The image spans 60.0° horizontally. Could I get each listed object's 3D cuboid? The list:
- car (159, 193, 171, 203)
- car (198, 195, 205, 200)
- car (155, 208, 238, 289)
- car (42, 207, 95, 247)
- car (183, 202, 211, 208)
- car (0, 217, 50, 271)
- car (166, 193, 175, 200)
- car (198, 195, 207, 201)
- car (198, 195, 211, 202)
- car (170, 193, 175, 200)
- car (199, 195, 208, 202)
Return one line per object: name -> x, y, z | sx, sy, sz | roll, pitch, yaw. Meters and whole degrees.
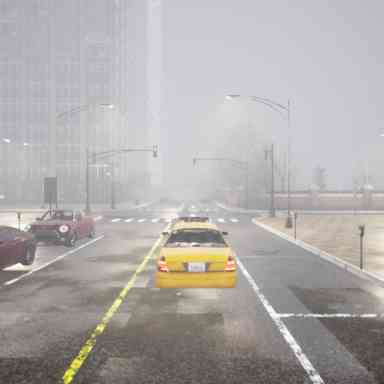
car -> -5.917, 1.485, 69.140 | 1.947, 1.339, 4.313 | 0, 0, 0
car -> 2.583, 1.411, 91.448 | 1.887, 1.381, 4.507 | 0, 0, 0
car -> 0.088, 1.454, 9.127 | 1.801, 1.575, 5.366 | 0, 0, 0
car -> -5.708, 1.433, 14.617 | 1.967, 1.590, 4.097 | 0, 0, 0
car -> 0.093, 1.535, 19.390 | 2.033, 1.411, 5.357 | 0, 0, 0
car -> -5.701, 1.579, 8.924 | 1.802, 1.307, 4.206 | 0, 0, 0
car -> -5.942, 1.181, 91.382 | 2.192, 1.841, 5.009 | 0, 0, 0
car -> 2.596, 1.448, 80.326 | 2.008, 1.369, 4.403 | 0, 0, 0
car -> 2.676, 1.492, 63.651 | 1.947, 1.339, 4.313 | 0, 0, 0
car -> -5.936, 1.324, 85.823 | 1.967, 1.590, 4.097 | 0, 0, 0
car -> 2.602, 1.454, 74.766 | 1.887, 1.381, 4.507 | 0, 0, 0
